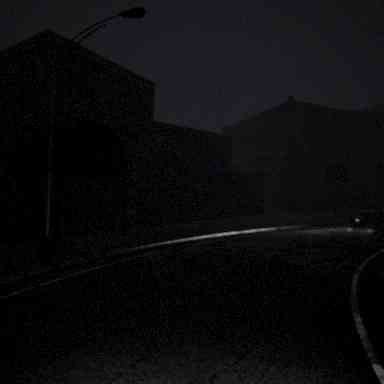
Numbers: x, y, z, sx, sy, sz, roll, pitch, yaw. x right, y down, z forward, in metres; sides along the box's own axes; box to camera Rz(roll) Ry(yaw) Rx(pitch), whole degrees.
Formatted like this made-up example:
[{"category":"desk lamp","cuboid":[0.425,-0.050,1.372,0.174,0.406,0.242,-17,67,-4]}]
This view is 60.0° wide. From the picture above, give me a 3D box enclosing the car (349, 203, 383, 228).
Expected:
[{"category":"car","cuboid":[12.850,1.530,22.574,4.902,1.511,2.128,-1,-2,-27]}]
